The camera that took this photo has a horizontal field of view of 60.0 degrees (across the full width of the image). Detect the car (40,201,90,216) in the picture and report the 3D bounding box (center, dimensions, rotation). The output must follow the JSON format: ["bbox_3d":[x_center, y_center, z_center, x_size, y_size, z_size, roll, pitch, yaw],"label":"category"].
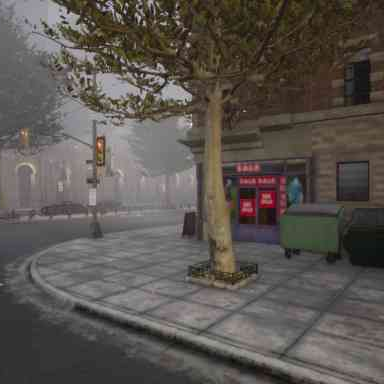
[{"bbox_3d":[-12.701,1.564,32.894,1.994,1.385,4.181,0,0,36],"label":"car"}]

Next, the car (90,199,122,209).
[{"bbox_3d":[-11.936,1.595,45.181,1.895,1.301,4.718,0,0,36],"label":"car"}]
